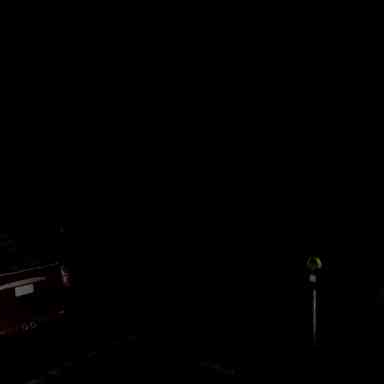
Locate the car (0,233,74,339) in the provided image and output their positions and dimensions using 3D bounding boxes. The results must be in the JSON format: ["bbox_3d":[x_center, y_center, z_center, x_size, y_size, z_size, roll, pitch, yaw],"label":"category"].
[{"bbox_3d":[-3.995,1.440,5.928,4.097,1.590,1.967,0,0,36],"label":"car"}]
